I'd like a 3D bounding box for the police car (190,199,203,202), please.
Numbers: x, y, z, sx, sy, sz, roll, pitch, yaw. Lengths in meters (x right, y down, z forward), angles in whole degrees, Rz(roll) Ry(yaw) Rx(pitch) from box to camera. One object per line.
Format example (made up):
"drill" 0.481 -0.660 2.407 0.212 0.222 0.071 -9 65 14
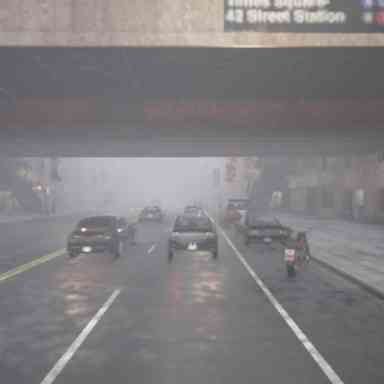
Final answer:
"police car" 1.150 2.126 63.988 1.930 1.638 5.238 0 -1 0

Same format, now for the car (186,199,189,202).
"car" -0.208 2.416 81.350 1.812 1.442 4.674 0 -1 -14

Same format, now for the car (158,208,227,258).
"car" 0.054 1.641 13.428 2.128 1.511 4.902 0 0 1

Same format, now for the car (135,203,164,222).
"car" -3.358 1.877 28.423 1.994 1.385 4.181 0 -1 0

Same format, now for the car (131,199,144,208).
"car" -10.418 2.205 64.073 1.837 1.490 4.892 0 0 0

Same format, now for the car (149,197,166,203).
"car" -6.916 1.928 64.581 2.150 2.045 5.566 0 0 0

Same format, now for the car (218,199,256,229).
"car" 3.177 1.490 23.829 2.435 2.045 5.566 0 -1 0

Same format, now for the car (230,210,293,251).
"car" 3.223 1.776 16.429 1.895 1.301 4.718 0 -1 0

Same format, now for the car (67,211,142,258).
"car" -3.446 1.656 13.457 1.837 1.490 4.892 0 0 1

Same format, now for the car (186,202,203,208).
"car" 0.133 1.850 27.482 2.033 1.411 5.357 0 -1 0
